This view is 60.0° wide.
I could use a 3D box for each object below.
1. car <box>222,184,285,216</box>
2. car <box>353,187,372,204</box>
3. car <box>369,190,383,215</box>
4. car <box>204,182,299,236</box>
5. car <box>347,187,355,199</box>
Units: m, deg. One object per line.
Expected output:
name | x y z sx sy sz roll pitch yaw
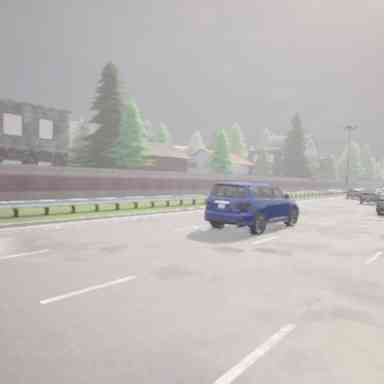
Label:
car | 4.184 0.431 22.019 2.097 1.767 4.553 4 3 39
car | 18.885 0.486 34.645 2.128 1.511 4.902 4 3 39
car | 14.475 0.854 23.639 2.128 1.511 4.902 4 3 39
car | 2.818 0.597 14.765 2.150 2.045 5.566 4 3 39
car | 21.920 0.150 43.953 2.128 1.511 4.902 4 3 39
